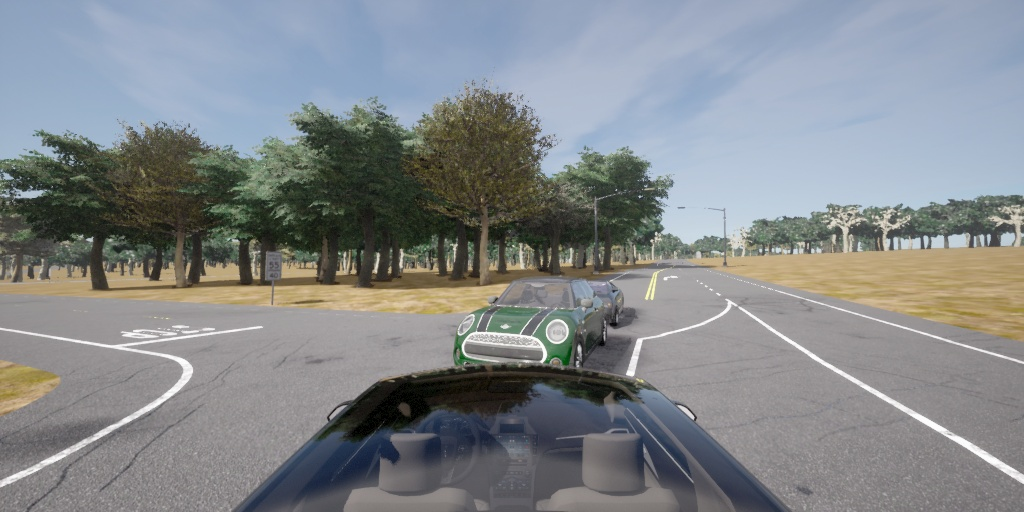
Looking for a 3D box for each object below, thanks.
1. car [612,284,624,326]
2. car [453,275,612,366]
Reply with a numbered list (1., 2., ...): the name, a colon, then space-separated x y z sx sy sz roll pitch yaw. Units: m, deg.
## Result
1. car: 2.884 1.555 12.933 1.994 1.385 4.181 -2 0 22
2. car: 0.668 1.223 7.497 2.097 1.767 4.553 -1 -2 22
